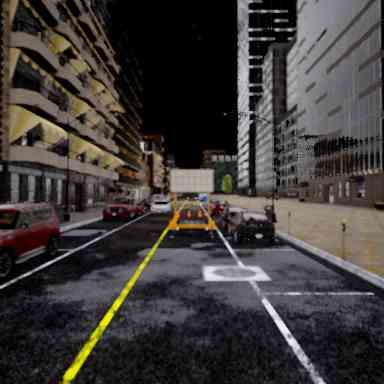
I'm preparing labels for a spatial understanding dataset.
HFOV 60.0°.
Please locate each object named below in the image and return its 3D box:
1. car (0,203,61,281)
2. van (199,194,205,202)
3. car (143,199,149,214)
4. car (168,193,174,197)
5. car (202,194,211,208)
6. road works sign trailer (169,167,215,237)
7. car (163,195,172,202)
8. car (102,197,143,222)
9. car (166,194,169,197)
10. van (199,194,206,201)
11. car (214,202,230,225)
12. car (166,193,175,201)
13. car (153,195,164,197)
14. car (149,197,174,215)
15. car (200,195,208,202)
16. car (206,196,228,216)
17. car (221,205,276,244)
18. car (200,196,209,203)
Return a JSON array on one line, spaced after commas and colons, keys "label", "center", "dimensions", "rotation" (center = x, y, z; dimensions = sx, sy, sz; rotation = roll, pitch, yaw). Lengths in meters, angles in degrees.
[{"label": "car", "center": [-5.671, 1.312, 10.034], "dimensions": [2.192, 1.841, 5.009], "rotation": [1, 0, 0]}, {"label": "van", "center": [2.725, 1.332, 60.157], "dimensions": [1.690, 1.788, 3.998], "rotation": [1, 0, 0]}, {"label": "car", "center": [-5.668, 1.537, 32.312], "dimensions": [1.887, 1.381, 4.507], "rotation": [1, 0, 0]}, {"label": "car", "center": [-5.654, 1.541, 71.299], "dimensions": [2.008, 1.369, 4.403], "rotation": [1, 0, 0]}, {"label": "car", "center": [2.718, 1.432, 43.448], "dimensions": [1.967, 1.590, 4.097], "rotation": [1, 0, 0]}, {"label": "road works sign trailer", "center": [0.005, 0.460, 17.864], "dimensions": [2.380, 3.560, 2.880], "rotation": [0, 0, 0]}, {"label": "car", "center": [-5.652, 1.516, 76.700], "dimensions": [1.752, 1.417, 4.829], "rotation": [1, 0, 0]}, {"label": "car", "center": [-5.666, 1.309, 26.742], "dimensions": [2.192, 1.841, 5.009], "rotation": [1, 0, 0]}, {"label": "car", "center": [-5.658, 1.516, 59.991], "dimensions": [1.752, 1.417, 4.829], "rotation": [1, 0, 0]}, {"label": "van", "center": [2.735, 1.333, 88.006], "dimensions": [1.690, 1.788, 3.998], "rotation": [1, 0, 0]}, {"label": "car", "center": [2.709, 1.546, 21.168], "dimensions": [2.008, 1.369, 4.403], "rotation": [1, 0, 0]}, {"label": "car", "center": [-5.645, 1.307, 88.009], "dimensions": [2.192, 1.841, 5.009], "rotation": [1, 0, 0]}, {"label": "car", "center": [-5.662, 1.542, 49.021], "dimensions": [2.008, 1.369, 4.403], "rotation": [1, 0, 0]}, {"label": "car", "center": [-3.075, 1.518, 33.673], "dimensions": [1.812, 1.442, 4.674], "rotation": [0, 0, 0]}, {"label": "car", "center": [2.728, 1.516, 77.035], "dimensions": [1.752, 1.417, 4.829], "rotation": [1, 0, 0]}, {"label": "car", "center": [2.714, 1.433, 32.308], "dimensions": [1.967, 1.590, 4.097], "rotation": [1, 0, 0]}, {"label": "car", "center": [2.707, 1.547, 15.600], "dimensions": [2.008, 1.369, 4.403], "rotation": [1, 0, 0]}, {"label": "car", "center": [2.726, 1.573, 71.295], "dimensions": [1.802, 1.307, 4.206], "rotation": [1, 0, 0]}]
